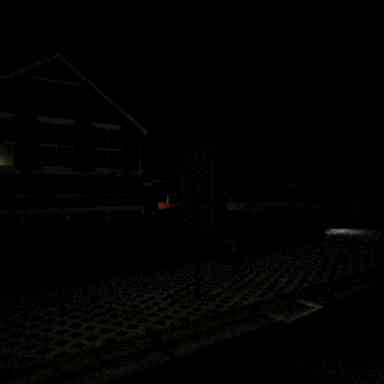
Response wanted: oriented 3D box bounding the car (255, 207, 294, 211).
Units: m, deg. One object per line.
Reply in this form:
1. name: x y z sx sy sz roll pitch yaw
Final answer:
1. car: 6.781 1.869 23.891 1.837 1.490 4.892 -1 -1 -43

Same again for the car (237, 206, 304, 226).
1. car: 6.620 1.962 28.569 2.033 1.411 5.357 -1 -1 -44

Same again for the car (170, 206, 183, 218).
1. car: -0.755 2.098 31.677 5.008 1.535 1.882 -2 0 44
